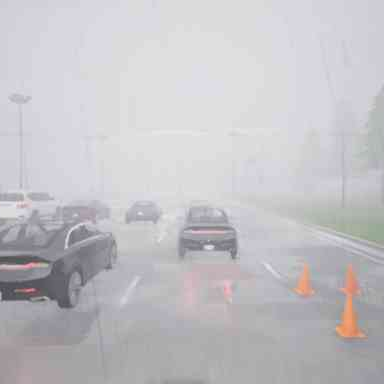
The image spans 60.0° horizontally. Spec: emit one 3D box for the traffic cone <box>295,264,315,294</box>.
[{"bbox_3d":[2.411,1.842,7.117,0.340,0.580,0.340,0,1,0],"label":"traffic cone"}]

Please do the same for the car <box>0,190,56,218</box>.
[{"bbox_3d":[-10.039,0.901,20.592,2.150,2.045,5.566,0,1,0],"label":"car"}]

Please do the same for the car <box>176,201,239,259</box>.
[{"bbox_3d":[0.482,1.306,11.763,2.128,1.511,4.902,0,1,0],"label":"car"}]

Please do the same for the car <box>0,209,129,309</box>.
[{"bbox_3d":[-3.041,1.368,7.541,2.128,1.511,4.902,0,0,1],"label":"car"}]

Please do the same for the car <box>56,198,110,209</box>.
[{"bbox_3d":[-6.542,1.149,21.100,1.882,1.535,5.008,0,0,0],"label":"car"}]

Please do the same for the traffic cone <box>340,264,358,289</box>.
[{"bbox_3d":[3.411,1.841,7.120,0.340,0.580,0.340,0,1,0],"label":"traffic cone"}]

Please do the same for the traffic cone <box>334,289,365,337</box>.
[{"bbox_3d":[2.417,1.873,5.117,0.340,0.580,0.340,0,1,0],"label":"traffic cone"}]

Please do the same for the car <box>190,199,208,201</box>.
[{"bbox_3d":[0.447,1.186,21.645,1.812,1.442,4.674,0,1,0],"label":"car"}]

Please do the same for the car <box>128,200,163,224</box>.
[{"bbox_3d":[-3.045,1.224,21.663,1.994,1.385,4.181,0,1,0],"label":"car"}]
